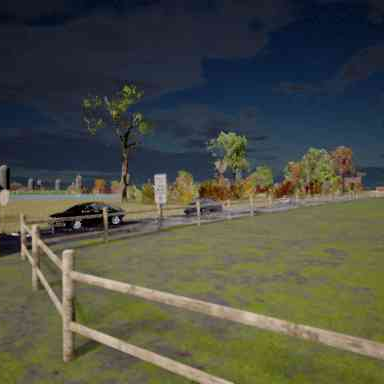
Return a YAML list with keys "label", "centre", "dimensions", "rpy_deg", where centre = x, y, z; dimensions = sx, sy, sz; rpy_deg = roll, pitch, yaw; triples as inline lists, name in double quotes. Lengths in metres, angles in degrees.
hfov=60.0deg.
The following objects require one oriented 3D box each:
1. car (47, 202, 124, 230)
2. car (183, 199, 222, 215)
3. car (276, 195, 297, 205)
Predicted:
- label: "car"
  centre: [-6.301, 1.384, 20.088]
  dimensions: [1.837, 1.490, 4.892]
  rpy_deg: [-2, 0, 34]
- label: "car"
  centre: [0.998, 1.317, 30.501]
  dimensions: [1.994, 1.385, 4.181]
  rpy_deg: [-2, 0, 35]
- label: "car"
  centre: [13.902, 1.140, 48.659]
  dimensions: [1.895, 1.301, 4.718]
  rpy_deg: [-2, 0, 35]
